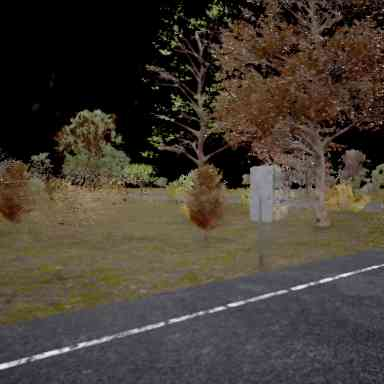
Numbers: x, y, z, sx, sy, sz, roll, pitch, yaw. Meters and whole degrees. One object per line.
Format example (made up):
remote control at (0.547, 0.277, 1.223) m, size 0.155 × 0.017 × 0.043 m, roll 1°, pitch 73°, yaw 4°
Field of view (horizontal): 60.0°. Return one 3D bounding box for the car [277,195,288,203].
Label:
car at (13.229, 0.950, 53.873) m, size 2.097 × 1.767 × 4.553 m, roll -1°, pitch 1°, yaw -35°

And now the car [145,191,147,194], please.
car at (-13.249, 0.547, 94.485) m, size 2.033 × 1.411 × 5.357 m, roll -1°, pitch 1°, yaw -28°
